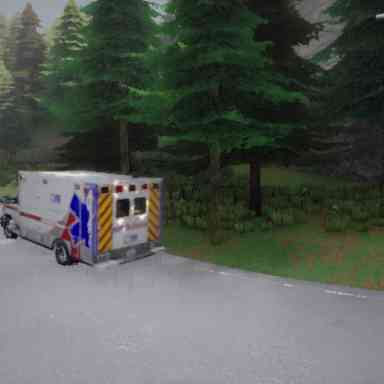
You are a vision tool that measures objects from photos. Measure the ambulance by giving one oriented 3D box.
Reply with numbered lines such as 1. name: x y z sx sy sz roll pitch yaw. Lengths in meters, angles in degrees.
1. ambulance: -3.805 0.601 10.457 6.366 2.431 2.351 7 8 39
